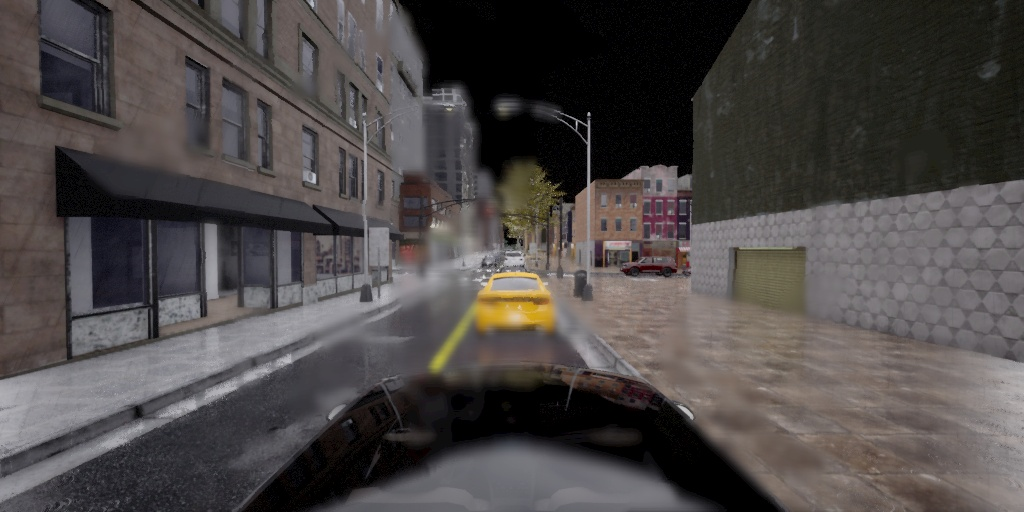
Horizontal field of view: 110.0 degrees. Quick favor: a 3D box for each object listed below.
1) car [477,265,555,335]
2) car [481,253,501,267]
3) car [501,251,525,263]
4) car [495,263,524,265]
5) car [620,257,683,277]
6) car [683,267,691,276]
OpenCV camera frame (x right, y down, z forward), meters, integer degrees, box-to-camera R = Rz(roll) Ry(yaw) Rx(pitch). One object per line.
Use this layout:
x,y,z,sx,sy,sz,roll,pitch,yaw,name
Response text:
0.098,1.206,10.439,1.882,1.535,5.008,0,0,0,car
-2.828,0.613,45.997,2.128,1.511,4.902,0,2,1,car
0.263,0.462,41.601,2.150,2.045,5.566,1,1,2,car
0.073,1.250,19.881,1.895,1.301,4.718,0,1,0,car
12.711,0.952,33.411,5.009,1.841,2.192,0,0,0,car
18.113,1.296,33.418,4.207,1.307,1.802,0,0,0,car
